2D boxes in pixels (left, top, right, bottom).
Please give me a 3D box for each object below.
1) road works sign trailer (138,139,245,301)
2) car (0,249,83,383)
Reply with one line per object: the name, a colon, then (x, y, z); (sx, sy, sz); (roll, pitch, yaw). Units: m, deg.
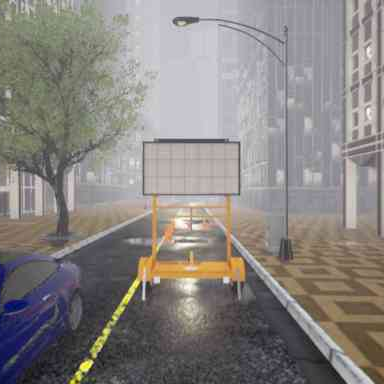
road works sign trailer: (-0.011, 0.487, 8.322); (2.380, 3.560, 2.880); (0, 0, 0)
car: (-2.755, 1.537, 4.046); (1.812, 1.442, 4.674); (0, 0, 0)
